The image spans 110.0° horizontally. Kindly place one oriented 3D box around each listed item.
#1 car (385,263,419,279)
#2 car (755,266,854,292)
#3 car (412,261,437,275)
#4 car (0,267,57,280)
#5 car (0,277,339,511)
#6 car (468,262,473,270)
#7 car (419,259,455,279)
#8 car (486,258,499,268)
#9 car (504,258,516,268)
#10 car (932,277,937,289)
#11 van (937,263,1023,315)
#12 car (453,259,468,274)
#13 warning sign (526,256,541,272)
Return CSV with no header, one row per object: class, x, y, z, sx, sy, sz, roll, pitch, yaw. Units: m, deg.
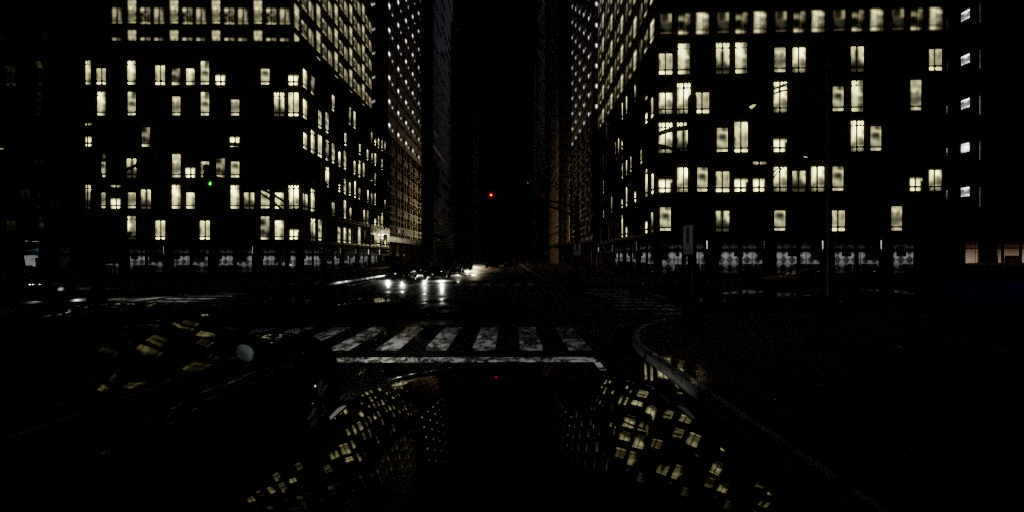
car,-10.051,1.341,32.799,1.994,1.385,4.181,0,0,0
car,16.964,1.292,20.942,4.829,1.417,1.751,0,0,2
car,-10.101,1.358,41.707,1.994,1.385,4.181,0,0,0
car,-23.089,1.249,16.389,4.902,1.511,2.128,0,0,0
car,-3.155,1.102,2.560,2.097,1.767,4.553,0,0,0
car,-6.917,1.386,52.807,1.994,1.385,4.181,0,0,0
car,-6.800,1.303,32.955,1.812,1.442,4.674,0,0,0
car,-3.545,1.210,63.651,2.097,1.767,4.553,0,0,-1
car,-0.402,1.422,63.832,1.994,1.385,4.181,0,0,0
car,26.802,1.355,20.522,4.207,1.307,1.802,0,0,2
van,18.288,1.118,12.779,3.998,1.789,1.690,0,0,2
car,-6.865,1.274,42.828,1.882,1.535,5.008,0,0,0
warning sign,2.598,0.907,40.836,1.300,1.860,1.060,0,0,0
